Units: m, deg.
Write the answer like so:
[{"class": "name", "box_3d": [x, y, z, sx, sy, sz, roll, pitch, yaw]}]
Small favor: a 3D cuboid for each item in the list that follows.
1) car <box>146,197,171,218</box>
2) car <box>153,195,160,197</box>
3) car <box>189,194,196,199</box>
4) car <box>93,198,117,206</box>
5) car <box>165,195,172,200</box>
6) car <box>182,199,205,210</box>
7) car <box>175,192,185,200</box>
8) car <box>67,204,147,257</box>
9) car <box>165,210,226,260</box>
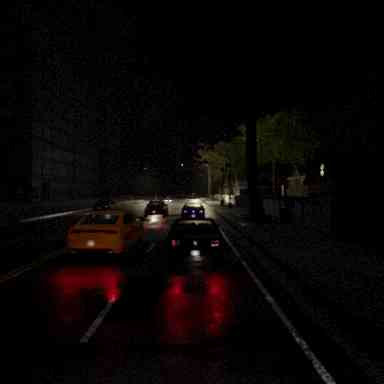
[{"class": "car", "box_3d": [-3.143, 1.474, 29.753, 1.812, 1.442, 4.674, 0, 0, 0]}, {"class": "car", "box_3d": [-9.731, 1.456, 92.085, 2.128, 1.511, 4.902, 0, 0, 0]}, {"class": "car", "box_3d": [0.018, 1.344, 86.440, 2.033, 1.411, 5.357, 0, 0, 0]}, {"class": "car", "box_3d": [-9.742, 1.495, 37.462, 1.837, 1.490, 4.892, 0, 0, 0]}, {"class": "car", "box_3d": [-6.481, 1.457, 92.083, 2.128, 1.511, 4.902, 0, 0, 0]}, {"class": "car", "box_3d": [0.106, 1.552, 28.076, 1.895, 1.301, 4.718, 0, 0, 0]}, {"class": "car", "box_3d": [-3.232, 1.328, 86.440, 1.812, 1.442, 4.674, 0, 0, 0]}, {"class": "car", "box_3d": [-3.147, 1.453, 12.832, 1.882, 1.535, 5.008, 0, 0, 0]}, {"class": "car", "box_3d": [0.104, 1.577, 12.372, 1.895, 1.301, 4.718, 0, 0, 0]}]
